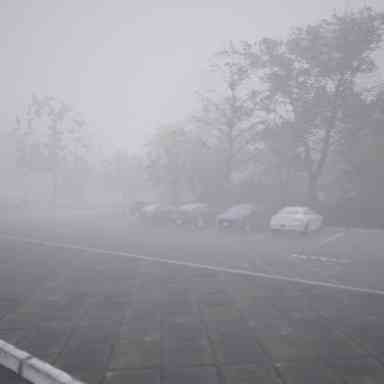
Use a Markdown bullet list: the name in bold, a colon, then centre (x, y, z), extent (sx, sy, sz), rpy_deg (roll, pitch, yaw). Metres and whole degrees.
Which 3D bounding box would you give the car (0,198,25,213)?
- **car**: centre (-21.859, 1.529, 38.188), extent (2.185, 1.767, 4.553), rpy_deg (0, 0, 35)

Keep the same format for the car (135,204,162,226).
- **car**: centre (-2.072, 1.573, 24.019), extent (2.002, 1.452, 4.674), rpy_deg (0, 0, 36)

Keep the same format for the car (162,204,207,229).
- **car**: centre (0.592, 1.518, 22.113), extent (2.231, 1.521, 4.892), rpy_deg (0, 0, 36)

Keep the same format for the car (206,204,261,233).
- **car**: centre (3.262, 1.500, 20.220), extent (2.097, 1.535, 5.008), rpy_deg (0, 0, 36)

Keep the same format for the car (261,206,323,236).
- **car**: centre (5.820, 1.525, 18.384), extent (2.002, 1.452, 4.674), rpy_deg (0, 0, 36)
